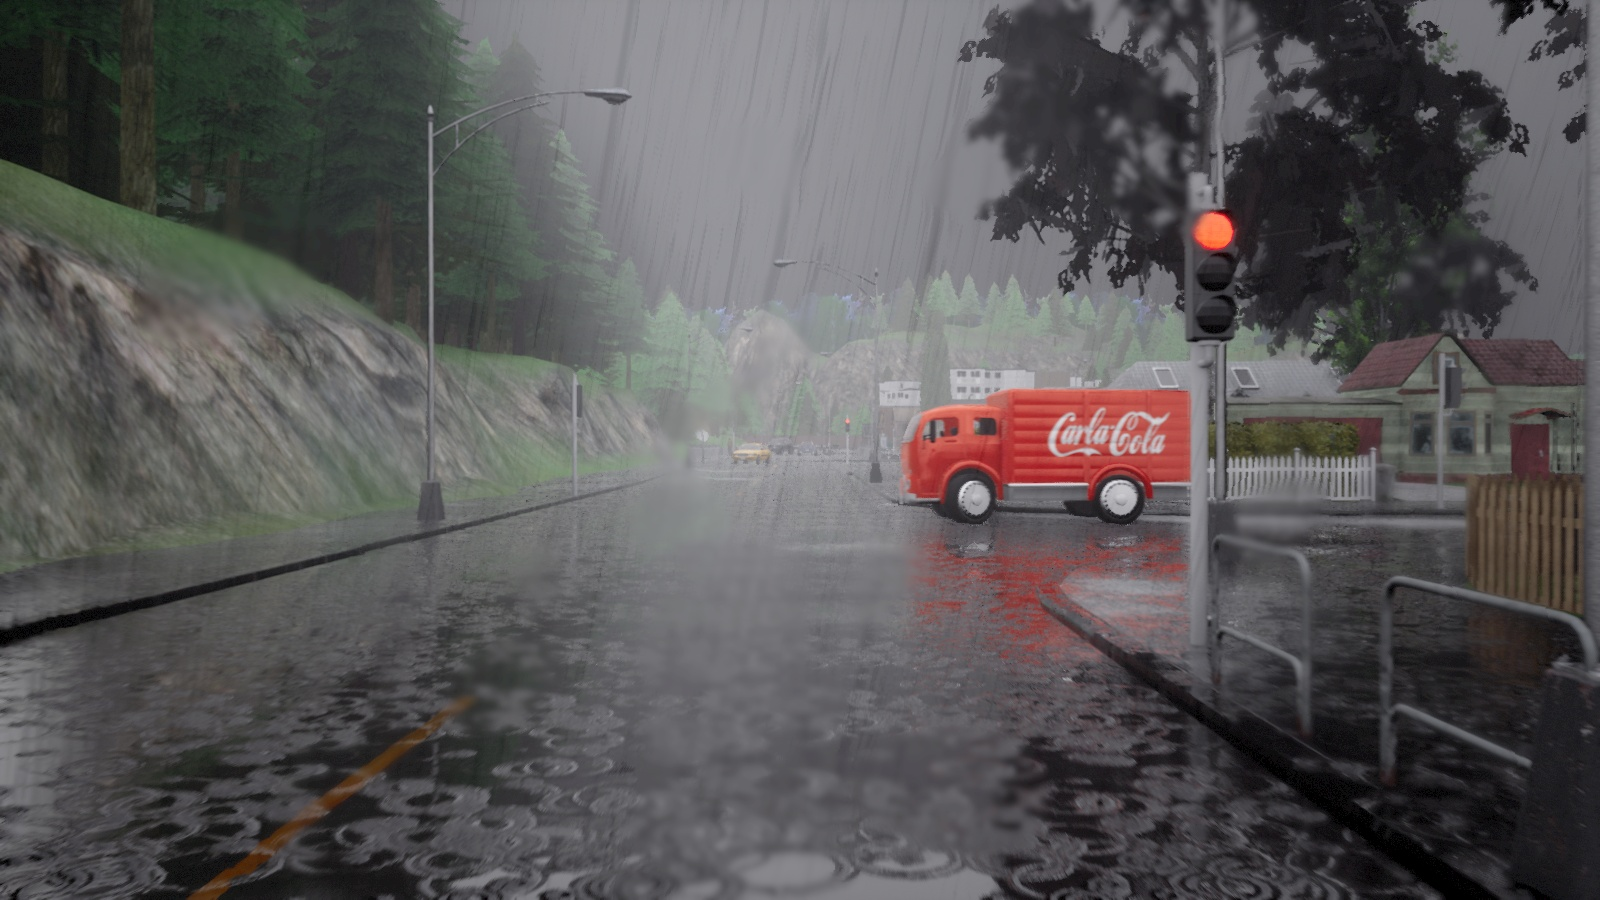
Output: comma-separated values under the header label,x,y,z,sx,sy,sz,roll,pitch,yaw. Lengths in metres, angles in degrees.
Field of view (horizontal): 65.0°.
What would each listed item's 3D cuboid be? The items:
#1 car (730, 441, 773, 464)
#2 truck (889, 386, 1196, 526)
label,x,y,z,sx,sy,sz,roll,pitch,yaw
car,-3.319,0.135,87.398,1.801,1.575,5.366,0,0,11
truck,4.428,0.114,23.666,5.204,2.467,2.627,0,-1,-3
